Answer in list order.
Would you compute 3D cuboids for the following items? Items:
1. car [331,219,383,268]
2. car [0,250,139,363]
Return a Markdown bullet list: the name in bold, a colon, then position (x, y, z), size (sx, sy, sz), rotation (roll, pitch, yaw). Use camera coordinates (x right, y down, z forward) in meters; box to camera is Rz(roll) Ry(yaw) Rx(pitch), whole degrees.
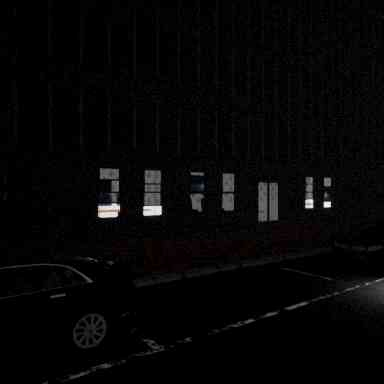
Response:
- **car**: position (6.402, 1.582, 11.092), size (4.206, 1.307, 1.802), rotation (0, 0, -35)
- **car**: position (-2.883, 1.551, 4.504), size (4.403, 1.369, 2.008), rotation (0, 0, -35)
